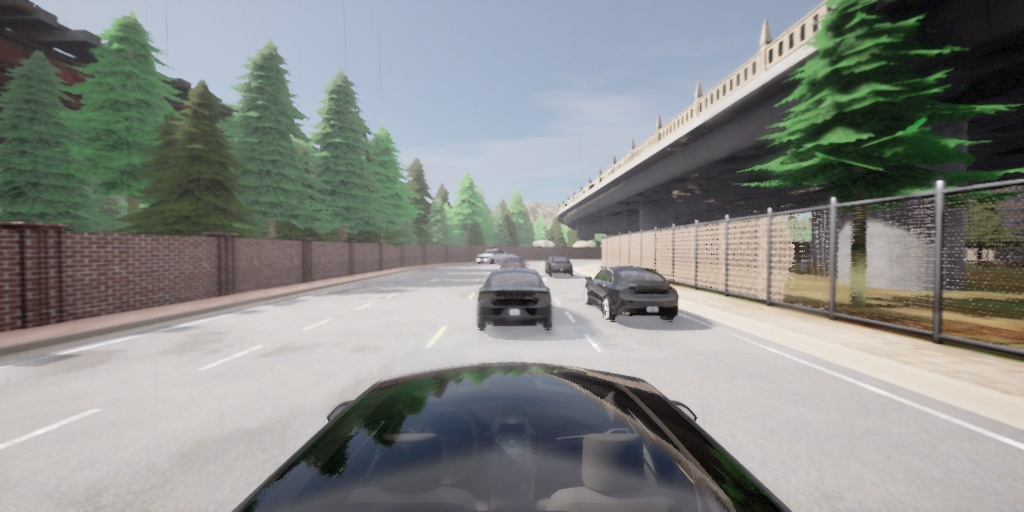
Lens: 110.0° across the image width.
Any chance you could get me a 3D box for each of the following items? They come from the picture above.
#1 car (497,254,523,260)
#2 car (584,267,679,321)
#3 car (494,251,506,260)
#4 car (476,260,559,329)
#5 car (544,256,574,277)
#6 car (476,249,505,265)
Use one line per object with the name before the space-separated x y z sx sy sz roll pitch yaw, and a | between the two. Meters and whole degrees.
car | 0.114 0.811 28.652 1.994 1.385 4.181 0 1 1
car | 3.579 1.071 11.523 1.837 1.490 4.892 0 1 0
car | -0.072 0.453 45.741 1.812 1.442 4.674 0 1 26
car | 0.074 1.062 10.549 1.882 1.535 5.008 0 1 0
car | 3.598 0.750 28.051 2.128 1.511 4.902 0 1 1
car | -2.666 0.095 48.523 2.150 2.045 5.566 0 1 27
